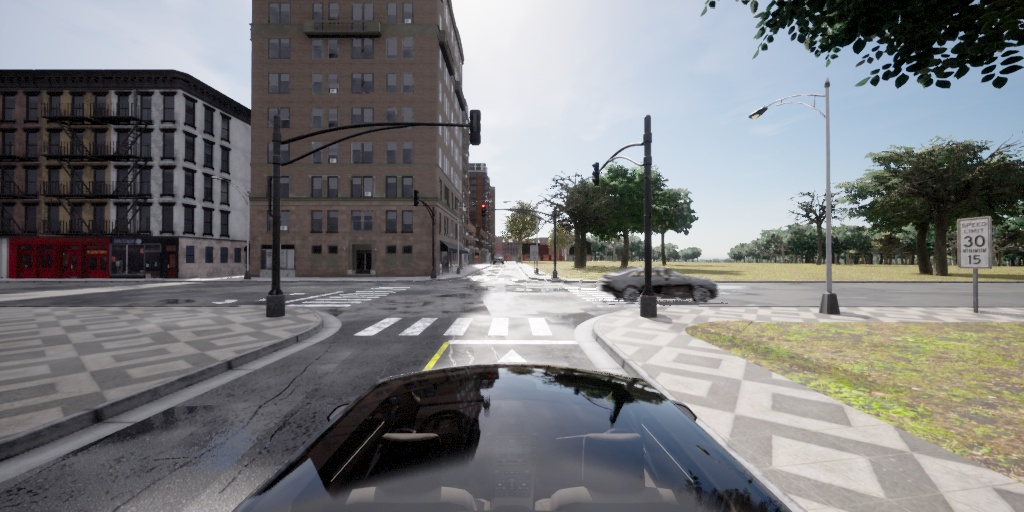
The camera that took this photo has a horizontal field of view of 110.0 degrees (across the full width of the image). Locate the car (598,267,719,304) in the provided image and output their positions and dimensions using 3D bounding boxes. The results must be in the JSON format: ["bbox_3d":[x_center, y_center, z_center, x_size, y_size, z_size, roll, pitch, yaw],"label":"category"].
[{"bbox_3d":[6.234,1.209,15.462,4.902,1.511,2.128,0,-1,0],"label":"car"}]
